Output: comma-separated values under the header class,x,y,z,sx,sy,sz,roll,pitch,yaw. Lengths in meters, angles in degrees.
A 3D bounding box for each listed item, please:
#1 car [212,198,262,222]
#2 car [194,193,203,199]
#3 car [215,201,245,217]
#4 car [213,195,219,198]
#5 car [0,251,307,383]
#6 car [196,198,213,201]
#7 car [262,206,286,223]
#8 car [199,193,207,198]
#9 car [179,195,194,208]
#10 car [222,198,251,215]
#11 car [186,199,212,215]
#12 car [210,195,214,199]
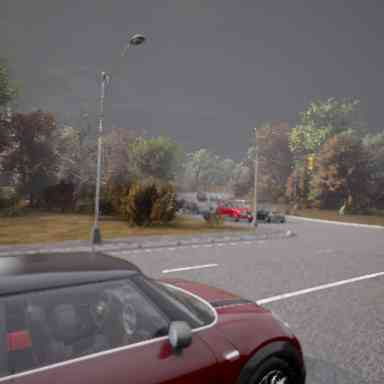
class,x,y,z,sx,sy,sz,roll,pitch,yaw
car,4.545,2.007,34.937,2.150,2.045,5.566,3,-1,-22
car,0.028,1.621,62.916,2.097,1.767,4.553,3,2,-10
car,4.953,2.237,43.692,2.097,1.767,4.553,3,0,-19
car,6.417,1.914,68.637,2.128,1.511,4.902,3,2,-7
car,-1.010,1.361,3.025,4.553,1.767,2.097,1,-1,-36
car,2.117,2.209,53.051,1.994,1.385,4.181,3,1,-15
car,8.044,2.322,35.717,2.097,1.767,4.553,3,-1,-23
car,2.071,1.231,74.807,2.150,2.045,5.566,3,2,-4
car,-1.816,1.621,54.252,2.150,2.045,5.566,3,1,-13
car,6.662,2.166,50.198,2.150,2.045,5.566,3,1,-17
car,1.057,2.181,44.199,1.837,1.490,4.892,3,0,-18
car,5.352,1.551,78.854,2.128,1.511,4.902,2,2,-1
